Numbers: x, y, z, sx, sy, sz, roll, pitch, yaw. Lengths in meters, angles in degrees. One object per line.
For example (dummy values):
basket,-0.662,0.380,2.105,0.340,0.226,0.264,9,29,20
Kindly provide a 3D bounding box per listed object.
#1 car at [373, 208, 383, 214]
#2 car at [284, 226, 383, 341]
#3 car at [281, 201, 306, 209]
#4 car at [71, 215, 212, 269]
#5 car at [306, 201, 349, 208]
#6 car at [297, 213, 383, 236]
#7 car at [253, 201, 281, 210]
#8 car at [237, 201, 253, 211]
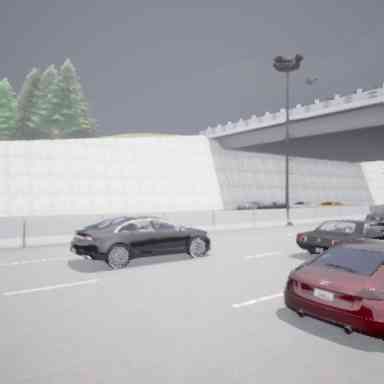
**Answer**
car,13.574,1.712,22.119,5.357,1.411,2.033,0,0,-35
car,3.729,1.611,6.454,4.181,1.385,1.994,0,0,-35
car,13.039,1.771,39.184,4.674,1.442,1.812,0,0,-36
car,-1.527,1.542,11.306,4.902,1.511,2.128,0,0,-35
car,15.142,1.718,36.387,5.008,1.535,1.882,0,0,-36
car,6.099,1.687,12.438,4.718,1.301,1.895,0,0,-36
car,10.245,1.846,41.490,4.718,1.301,1.895,0,0,-36
car,8.174,1.851,44.309,4.718,1.301,1.895,0,0,-36
